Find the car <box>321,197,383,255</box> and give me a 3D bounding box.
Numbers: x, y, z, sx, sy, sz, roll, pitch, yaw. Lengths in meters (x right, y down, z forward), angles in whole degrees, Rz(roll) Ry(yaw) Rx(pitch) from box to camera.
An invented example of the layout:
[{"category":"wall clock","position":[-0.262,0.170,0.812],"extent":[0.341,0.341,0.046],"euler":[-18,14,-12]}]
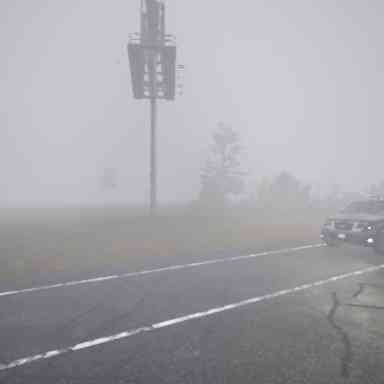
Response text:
[{"category":"car","position":[7.689,1.247,13.723],"extent":[5.566,2.045,2.150],"euler":[0,0,-36]}]
